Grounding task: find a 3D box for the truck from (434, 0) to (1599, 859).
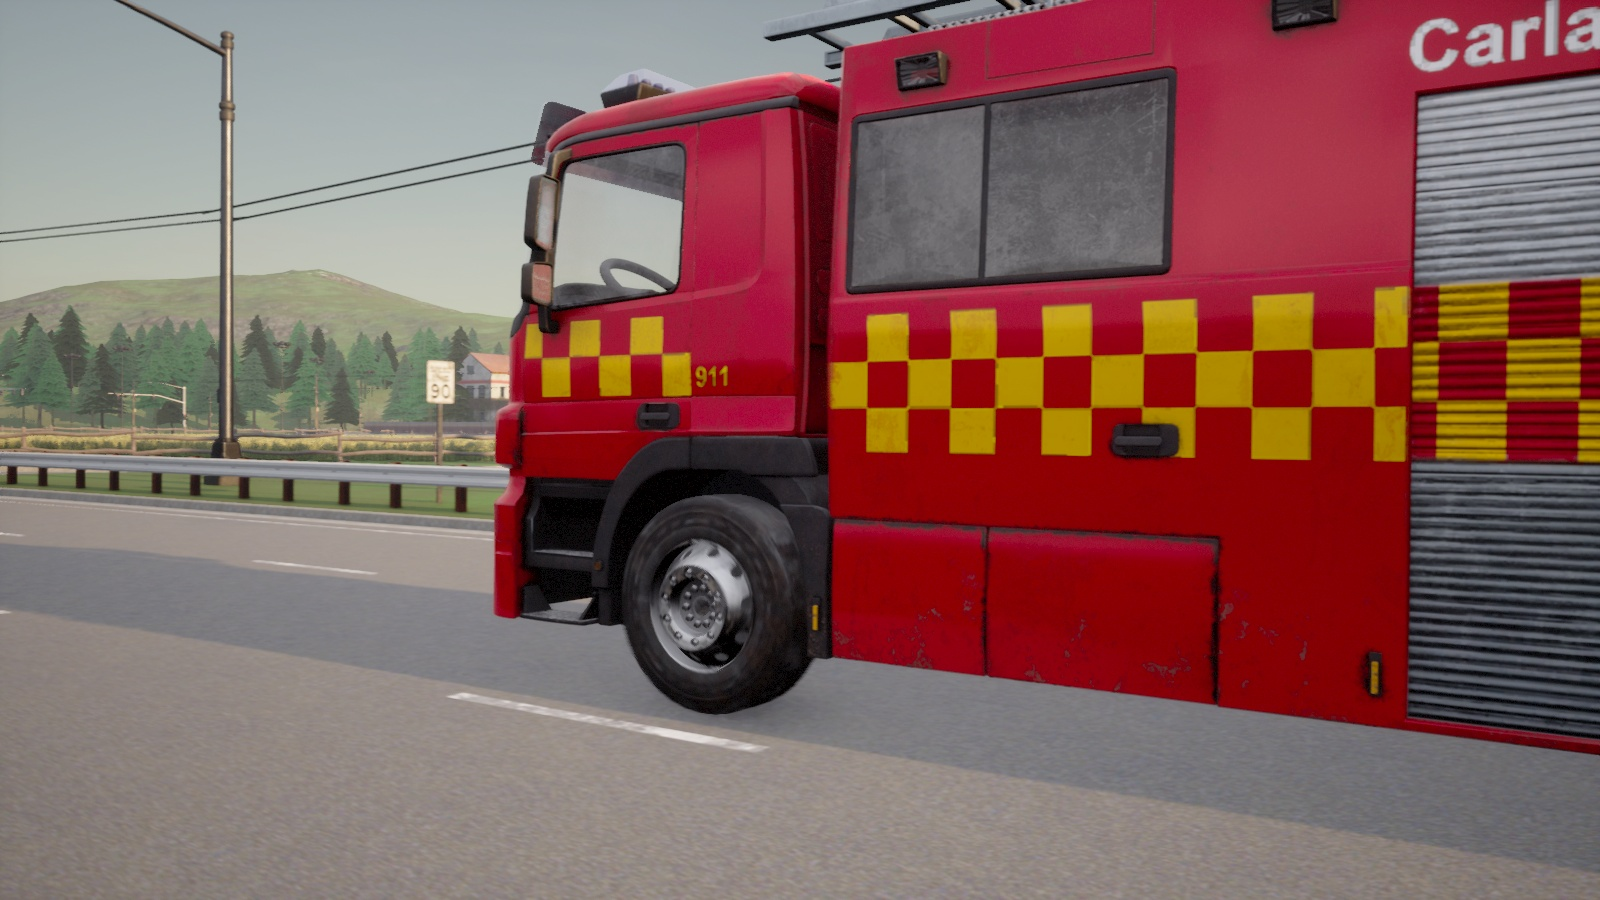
[{"bbox_3d":[2.167,-0.540,6.363,8.468,3.827,2.891,0,1,34],"label":"truck"}]
